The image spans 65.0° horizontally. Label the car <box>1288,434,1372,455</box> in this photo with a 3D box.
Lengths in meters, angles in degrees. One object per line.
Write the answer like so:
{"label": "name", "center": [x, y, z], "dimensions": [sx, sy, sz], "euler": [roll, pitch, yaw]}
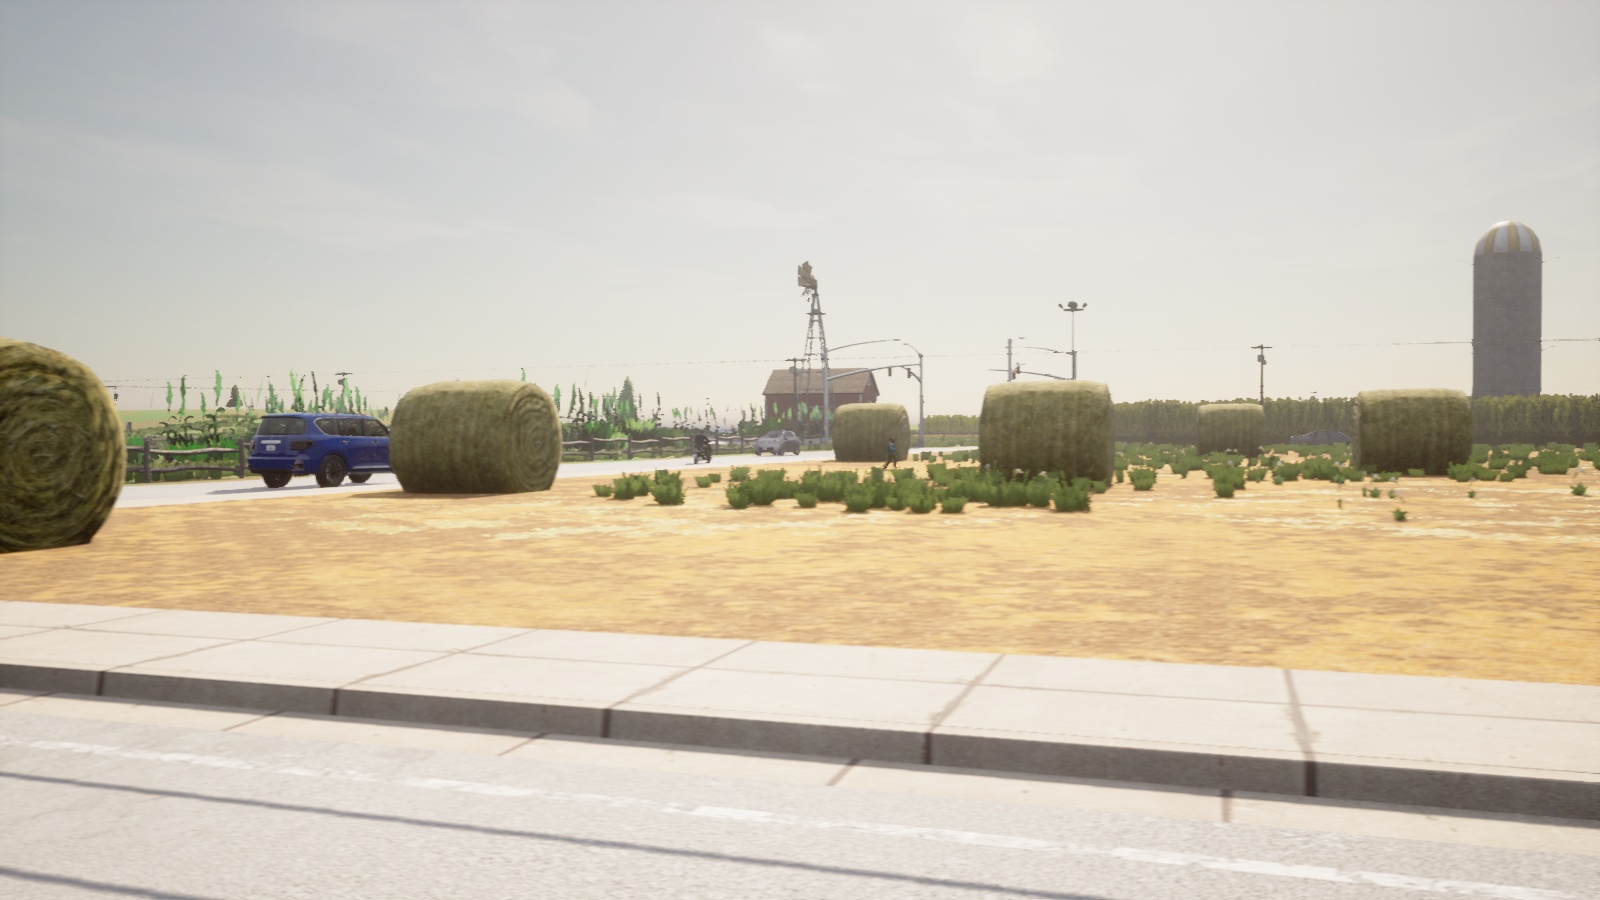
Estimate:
{"label": "car", "center": [37.679, -0.415, 89.376], "dimensions": [5.357, 1.411, 2.033], "euler": [1, 1, 18]}

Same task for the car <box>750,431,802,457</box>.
{"label": "car", "center": [-1.410, -0.390, 74.343], "dimensions": [1.845, 1.501, 3.633], "euler": [1, 1, 21]}

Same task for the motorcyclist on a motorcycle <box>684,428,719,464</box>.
{"label": "motorcyclist on a motorcycle", "center": [-4.445, -0.184, 56.994], "dimensions": [0.866, 1.590, 1.817], "euler": [1, 1, 21]}

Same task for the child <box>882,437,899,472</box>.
{"label": "child", "center": [3.062, 0.148, 42.534], "dimensions": [0.448, 1.192, 0.343], "euler": [1, 1, 35]}

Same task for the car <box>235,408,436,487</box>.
{"label": "car", "center": [-12.908, -0.105, 35.381], "dimensions": [2.150, 2.045, 5.566], "euler": [1, 1, 21]}
